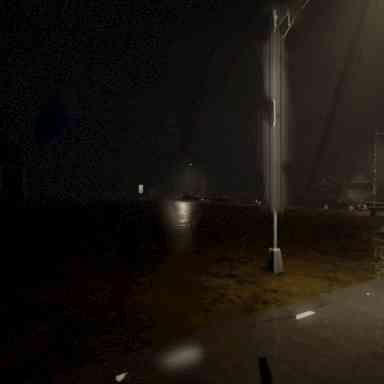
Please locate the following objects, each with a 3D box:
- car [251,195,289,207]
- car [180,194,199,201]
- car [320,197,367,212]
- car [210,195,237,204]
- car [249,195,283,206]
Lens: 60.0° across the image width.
[{"bbox_3d":[10.653,1.177,44.268,1.837,1.490,4.892,2,0,-35],"label":"car"},{"bbox_3d":[-0.436,1.072,66.224,1.837,1.490,4.892,2,0,-35],"label":"car"},{"bbox_3d":[16.400,1.292,36.148,1.837,1.490,4.892,2,0,-35],"label":"car"},{"bbox_3d":[4.891,1.174,52.417,1.895,1.301,4.718,2,-1,-35],"label":"car"},{"bbox_3d":[11.098,1.207,50.039,1.882,1.535,5.008,2,-1,-35],"label":"car"}]
